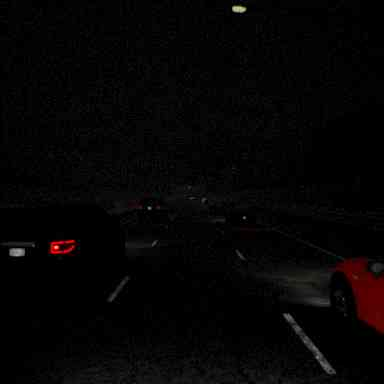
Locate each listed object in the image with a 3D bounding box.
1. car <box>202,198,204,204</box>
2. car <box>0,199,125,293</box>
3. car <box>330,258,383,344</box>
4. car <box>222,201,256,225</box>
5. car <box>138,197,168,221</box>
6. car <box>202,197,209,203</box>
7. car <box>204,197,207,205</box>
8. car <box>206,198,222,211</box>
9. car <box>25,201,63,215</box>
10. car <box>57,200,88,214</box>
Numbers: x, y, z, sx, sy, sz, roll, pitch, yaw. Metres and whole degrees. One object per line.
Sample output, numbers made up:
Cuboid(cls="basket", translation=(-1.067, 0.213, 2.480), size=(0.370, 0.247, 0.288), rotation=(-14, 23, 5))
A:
Cuboid(cls="car", translation=(3.609, 2.000, 69.301), size=(1.837, 1.490, 4.892), rotation=(0, 0, 0))
Cuboid(cls="car", translation=(-3.387, 1.282, 9.149), size=(2.150, 2.045, 5.566), rotation=(0, 0, 0))
Cuboid(cls="car", translation=(3.606, 1.381, 4.359), size=(2.097, 1.767, 4.553), rotation=(0, 0, 0))
Cuboid(cls="car", translation=(3.640, 1.649, 25.468), size=(1.882, 1.535, 5.008), rotation=(0, 0, 0))
Cuboid(cls="car", translation=(-3.355, 1.419, 29.064), size=(2.150, 2.045, 5.566), rotation=(0, 0, 0))
Cuboid(cls="car", translation=(3.644, 2.202, 91.305), size=(1.812, 1.442, 4.674), rotation=(0, -1, 0))
Cuboid(cls="car", translation=(3.592, 1.958, 58.299), size=(2.033, 1.411, 5.357), rotation=(0, 0, 0))
Cuboid(cls="car", translation=(3.574, 1.833, 47.328), size=(2.163, 1.488, 4.792), rotation=(0, 0, 0))
Cuboid(cls="car", translation=(-17.529, 1.822, 39.720), size=(2.033, 1.411, 5.357), rotation=(0, 0, 0))
Cuboid(cls="car", translation=(-14.028, 1.749, 39.414), size=(1.882, 1.535, 5.008), rotation=(0, 0, 0))
